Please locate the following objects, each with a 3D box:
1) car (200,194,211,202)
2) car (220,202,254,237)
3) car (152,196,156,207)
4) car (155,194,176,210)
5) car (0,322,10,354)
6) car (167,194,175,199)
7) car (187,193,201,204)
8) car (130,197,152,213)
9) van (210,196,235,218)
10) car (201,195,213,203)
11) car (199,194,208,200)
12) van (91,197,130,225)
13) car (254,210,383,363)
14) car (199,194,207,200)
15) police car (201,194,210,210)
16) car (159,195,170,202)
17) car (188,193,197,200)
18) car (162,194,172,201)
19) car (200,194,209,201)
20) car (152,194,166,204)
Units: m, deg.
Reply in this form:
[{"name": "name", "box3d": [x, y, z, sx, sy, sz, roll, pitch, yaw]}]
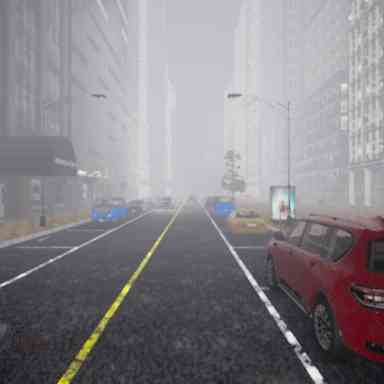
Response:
[{"name": "car", "box3d": [2.738, 1.145, 68.399, 1.967, 1.590, 4.097, 0, 0, 0]}, {"name": "car", "box3d": [2.708, 1.448, 17.370, 1.752, 1.417, 4.829, 0, 0, 0]}, {"name": "car", "box3d": [-5.656, 1.352, 45.671, 2.008, 1.369, 4.403, 0, 0, 0]}, {"name": "car", "box3d": [-3.063, 1.324, 40.944, 1.837, 1.490, 4.892, 0, 1, 0]}, {"name": "car", "box3d": [-3.101, 1.540, 1.614, 2.033, 1.411, 5.357, 0, 0, 0]}, {"name": "car", "box3d": [-5.629, 1.157, 91.184, 1.887, 1.381, 4.507, 0, 0, 0]}, {"name": "car", "box3d": [0.035, 1.239, 58.346, 2.128, 1.511, 4.902, 0, 0, 0]}, {"name": "car", "box3d": [-5.663, 1.415, 34.293, 1.947, 1.339, 4.313, 0, 0, 0]}, {"name": "van", "box3d": [2.716, 1.215, 28.578, 1.690, 1.788, 3.998, 0, 0, 0]}, {"name": "car", "box3d": [2.735, 1.279, 62.711, 2.008, 1.369, 4.403, 0, 0, 0]}, {"name": "car", "box3d": [2.745, 1.240, 79.779, 1.802, 1.307, 4.206, 0, 0, 0]}, {"name": "van", "box3d": [-5.668, 1.240, 22.913, 1.690, 1.788, 3.998, 0, 0, 0]}, {"name": "car", "box3d": [2.703, 1.289, 5.821, 2.192, 1.841, 5.009, 0, 0, 0]}, {"name": "car", "box3d": [2.748, 1.186, 85.467, 2.008, 1.369, 4.403, 0, 0, 0]}, {"name": "police car", "box3d": [2.391, 1.248, 40.323, 1.930, 1.638, 5.238, 0, 0, 0]}, {"name": "car", "box3d": [-5.643, 1.256, 68.428, 2.008, 1.369, 4.403, 0, 0, 0]}, {"name": "car", "box3d": [0.044, 1.002, 72.604, 1.837, 1.490, 4.892, 0, 0, 0]}, {"name": "car", "box3d": [-5.639, 1.226, 74.116, 1.887, 1.381, 4.507, 0, 0, 0]}, {"name": "car", "box3d": [2.742, 1.226, 74.089, 1.887, 1.381, 4.507, 0, 0, 0]}, {"name": "car", "box3d": [-5.648, 1.193, 57.049, 1.967, 1.590, 4.097, 0, 0, 0]}]
